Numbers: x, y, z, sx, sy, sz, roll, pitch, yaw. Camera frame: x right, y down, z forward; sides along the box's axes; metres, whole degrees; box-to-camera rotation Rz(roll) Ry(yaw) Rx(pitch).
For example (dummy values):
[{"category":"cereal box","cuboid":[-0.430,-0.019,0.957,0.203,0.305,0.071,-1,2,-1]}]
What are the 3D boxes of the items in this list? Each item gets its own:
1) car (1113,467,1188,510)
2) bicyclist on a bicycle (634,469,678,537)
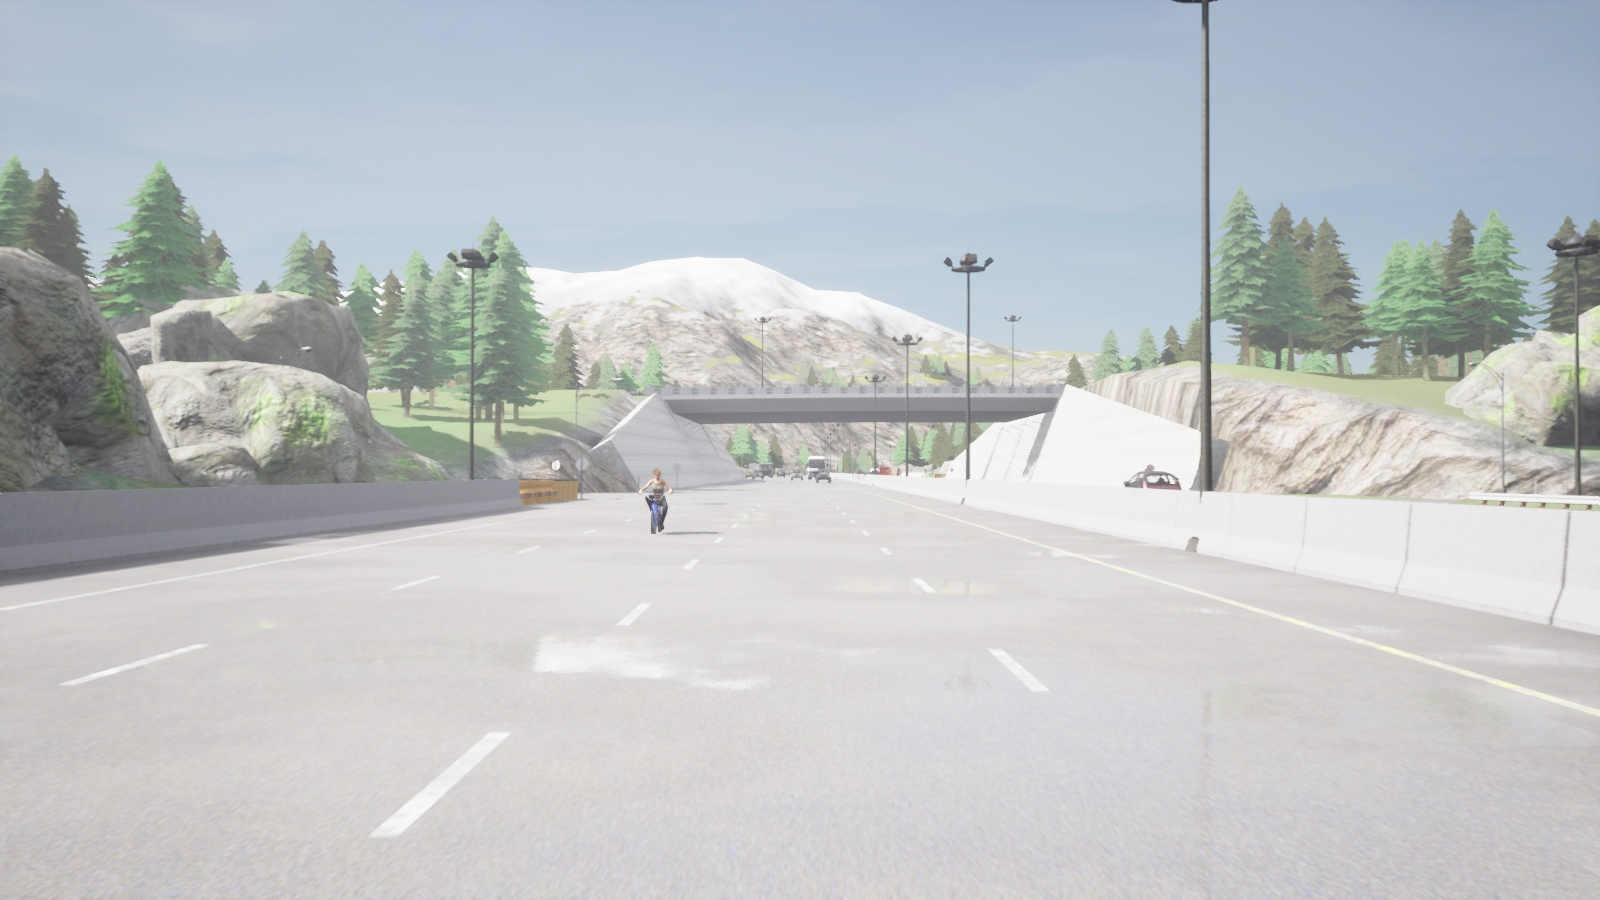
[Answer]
[{"category":"car","cuboid":[13.879,1.493,49.947,1.851,1.617,3.988,0,-1,0]},{"category":"bicyclist on a bicycle","cuboid":[-3.500,1.279,30.681,0.866,1.612,1.509,0,-1,2]}]
